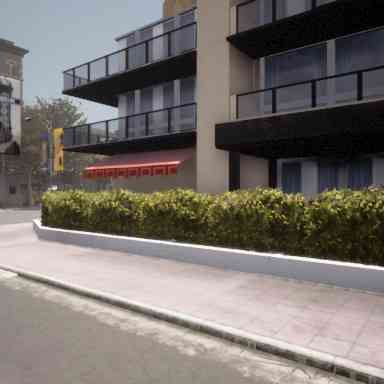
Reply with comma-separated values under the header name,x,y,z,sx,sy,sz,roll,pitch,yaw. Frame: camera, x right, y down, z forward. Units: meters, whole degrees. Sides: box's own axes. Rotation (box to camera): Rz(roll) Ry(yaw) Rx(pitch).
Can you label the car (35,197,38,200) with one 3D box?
name,x,y,z,sx,sy,sz,roll,pitch,yaw
car,-34.518,1.481,68.376,4.892,1.521,2.231,0,0,37
